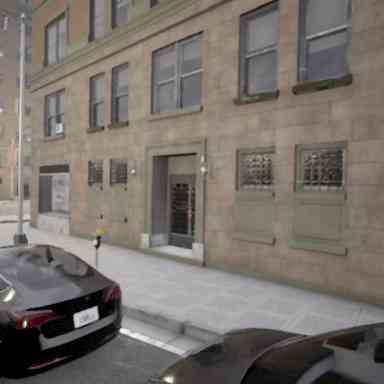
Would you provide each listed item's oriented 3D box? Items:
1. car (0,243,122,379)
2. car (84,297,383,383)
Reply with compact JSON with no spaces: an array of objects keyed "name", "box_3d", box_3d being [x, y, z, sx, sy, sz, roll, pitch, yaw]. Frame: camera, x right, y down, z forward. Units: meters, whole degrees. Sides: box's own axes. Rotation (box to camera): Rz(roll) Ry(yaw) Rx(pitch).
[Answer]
[{"name":"car","box_3d":[-2.949,1.479,5.133,4.313,1.339,1.947,1,1,35]},{"name":"car","box_3d":[1.556,1.568,1.968,4.313,1.339,1.947,1,1,35]}]
